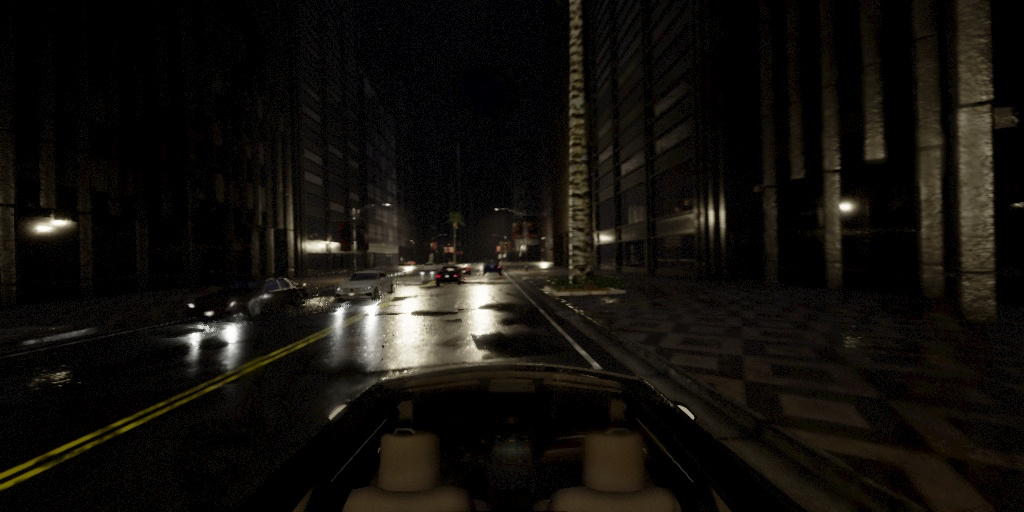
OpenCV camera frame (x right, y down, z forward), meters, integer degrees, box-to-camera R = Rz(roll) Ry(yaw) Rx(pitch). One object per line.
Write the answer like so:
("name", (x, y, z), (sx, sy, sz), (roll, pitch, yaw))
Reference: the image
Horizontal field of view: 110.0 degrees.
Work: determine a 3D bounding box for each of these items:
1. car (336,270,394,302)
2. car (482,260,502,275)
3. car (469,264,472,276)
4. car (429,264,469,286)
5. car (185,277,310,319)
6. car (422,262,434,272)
("car", (-7.569, 1.506, 18.908), (1.812, 1.442, 4.674), (-2, 0, -4))
("car", (-2.298, 1.224, 40.995), (2.097, 1.767, 4.553), (-2, 0, -4))
("car", (-5.566, 1.564, 41.284), (1.895, 1.301, 4.718), (-2, 0, -4))
("car", (-4.678, 1.461, 27.501), (2.033, 1.411, 5.357), (-2, 0, -4))
("car", (-10.568, 1.604, 14.968), (2.033, 1.411, 5.357), (-2, 0, -4))
("car", (-13.254, 1.773, 57.847), (1.812, 1.442, 4.674), (-2, 0, -4))
